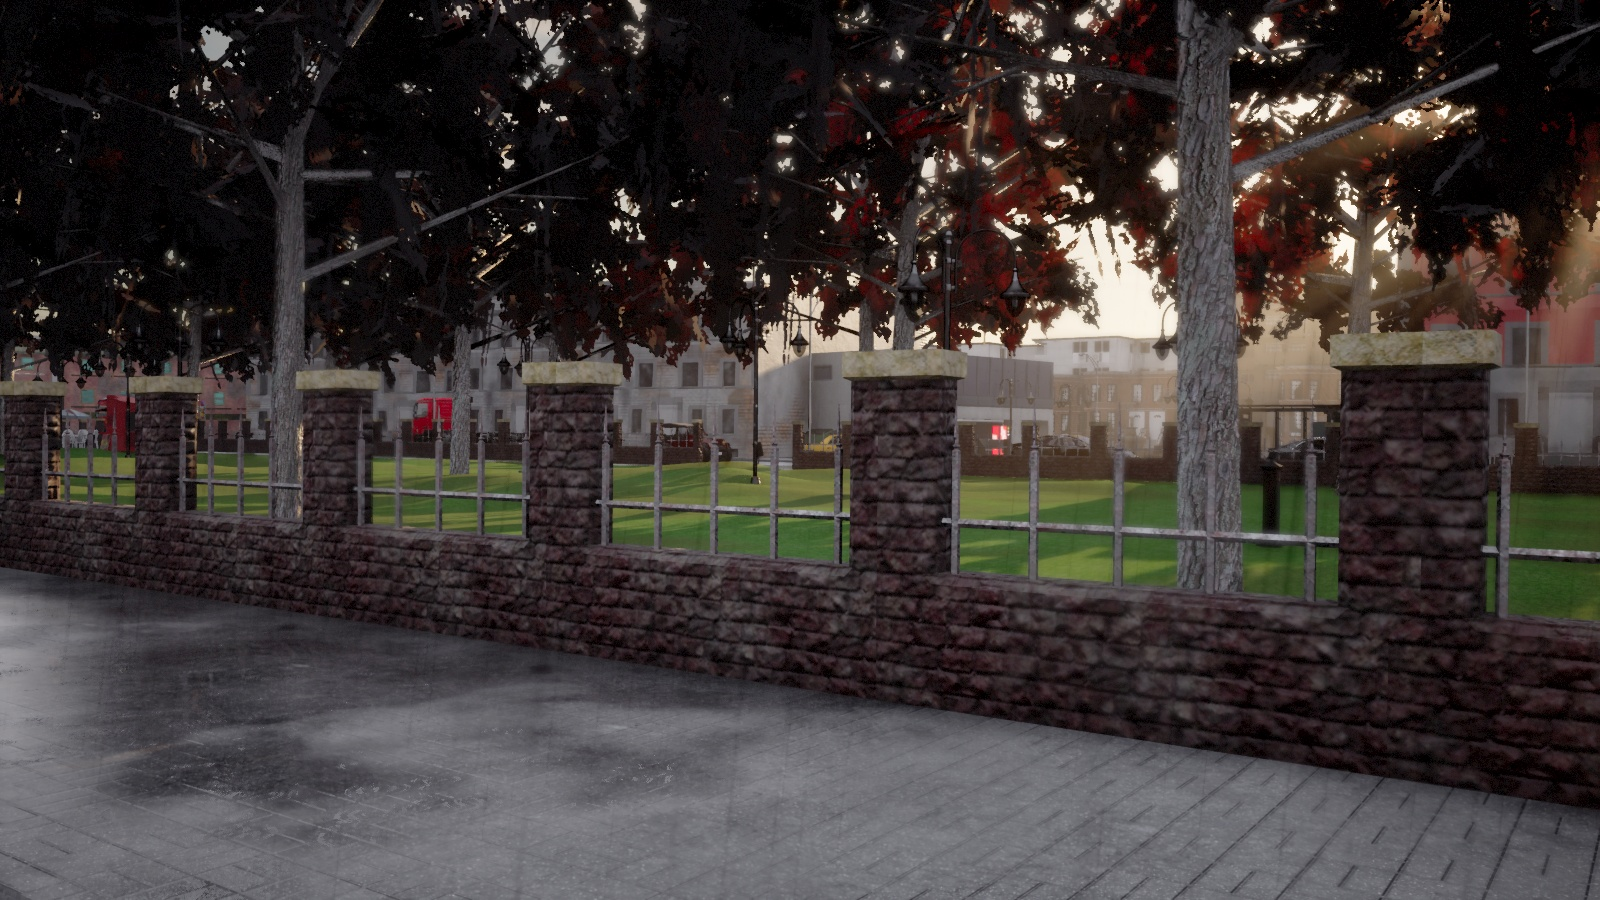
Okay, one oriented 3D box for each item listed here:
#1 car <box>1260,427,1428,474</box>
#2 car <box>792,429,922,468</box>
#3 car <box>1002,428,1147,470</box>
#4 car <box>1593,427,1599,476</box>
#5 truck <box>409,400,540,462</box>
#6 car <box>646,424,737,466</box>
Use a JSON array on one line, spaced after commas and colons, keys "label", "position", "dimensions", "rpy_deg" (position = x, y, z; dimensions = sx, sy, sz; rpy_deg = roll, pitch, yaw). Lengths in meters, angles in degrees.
[{"label": "car", "position": [18.149, -0.001, 41.978], "dimensions": [4.892, 1.490, 1.837], "rpy_deg": [0, 1, 35]}, {"label": "car", "position": [2.360, -0.076, 53.081], "dimensions": [5.366, 1.575, 1.801], "rpy_deg": [0, 1, 35]}, {"label": "car", "position": [10.341, -0.054, 47.469], "dimensions": [4.902, 1.511, 2.128], "rpy_deg": [0, 1, 35]}, {"label": "car", "position": [25.908, 0.024, 36.535], "dimensions": [4.674, 1.442, 1.812], "rpy_deg": [0, 1, 36]}, {"label": "truck", "position": [-18.963, -1.074, 72.916], "dimensions": [7.936, 3.462, 2.891], "rpy_deg": [0, 1, 35]}, {"label": "car", "position": [-5.056, -0.223, 58.291], "dimensions": [3.866, 1.878, 1.905], "rpy_deg": [0, 1, 35]}]
